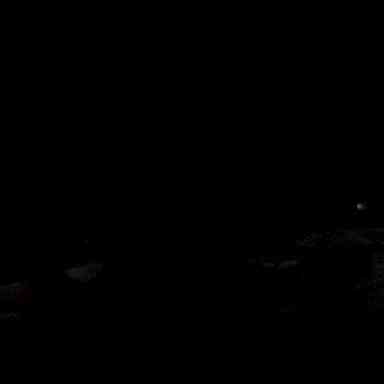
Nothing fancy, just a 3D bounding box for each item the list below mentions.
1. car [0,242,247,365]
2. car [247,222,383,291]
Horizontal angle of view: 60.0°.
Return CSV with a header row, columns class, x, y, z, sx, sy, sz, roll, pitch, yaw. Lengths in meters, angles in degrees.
class,x,y,z,sx,sy,sz,roll,pitch,yaw
car,-1.250,1.587,5.759,4.206,1.307,1.802,0,0,-35
car,3.273,1.594,8.985,4.206,1.307,1.802,0,0,-35
